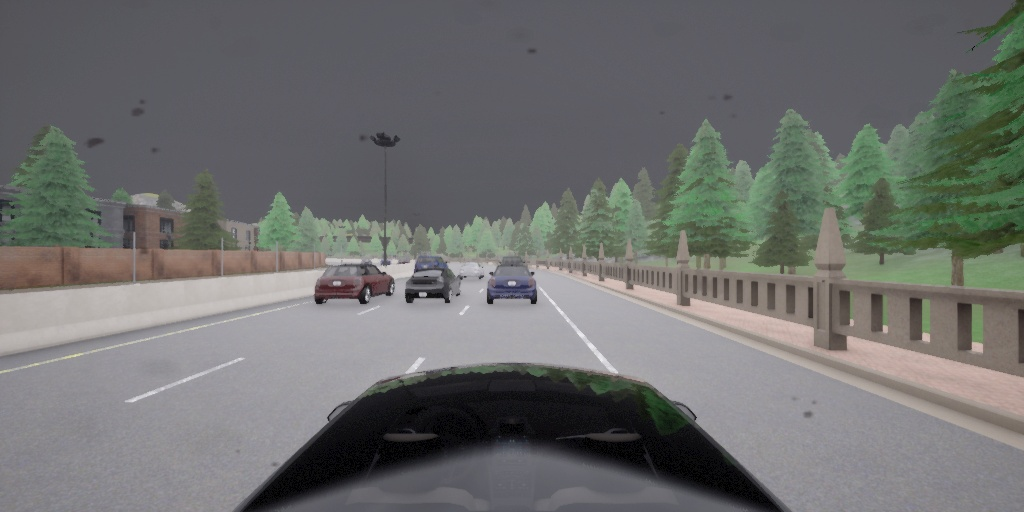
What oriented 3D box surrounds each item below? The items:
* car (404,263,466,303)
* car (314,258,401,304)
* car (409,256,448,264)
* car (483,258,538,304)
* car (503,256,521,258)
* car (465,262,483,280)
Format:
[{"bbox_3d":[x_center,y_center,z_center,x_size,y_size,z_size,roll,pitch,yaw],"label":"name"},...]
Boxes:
[{"bbox_3d":[-3.500,1.266,16.500,1.837,1.490,4.892,0,0,0],"label":"car"},{"bbox_3d":[-7.000,1.116,16.470,2.097,1.767,4.553,0,0,0],"label":"car"},{"bbox_3d":[-7.000,1.008,31.530,2.150,2.045,5.566,0,0,0],"label":"car"},{"bbox_3d":[0.000,1.116,16.470,2.097,1.767,4.553,0,0,0],"label":"car"},{"bbox_3d":[0.000,1.008,31.530,2.150,2.045,5.566,0,0,0],"label":"car"},{"bbox_3d":[-3.500,1.283,31.500,1.812,1.442,4.674,0,0,0],"label":"car"}]
